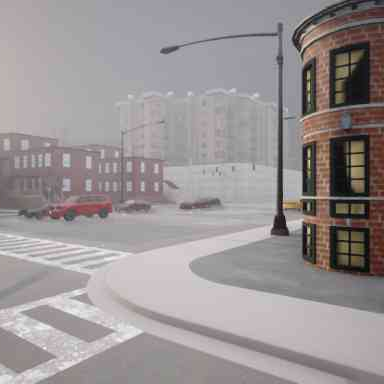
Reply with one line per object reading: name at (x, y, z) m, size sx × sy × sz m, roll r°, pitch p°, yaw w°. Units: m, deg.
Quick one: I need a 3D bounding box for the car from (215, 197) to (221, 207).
car at (2.569, 1.493, 49.871) m, size 2.128 × 1.511 × 4.902 m, roll 0°, pitch 0°, yaw 36°

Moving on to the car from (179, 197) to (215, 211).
car at (0.432, 1.477, 40.957) m, size 1.882 × 1.535 × 5.008 m, roll 0°, pitch 0°, yaw 36°

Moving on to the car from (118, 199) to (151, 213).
car at (-6.518, 1.526, 37.252) m, size 1.812 × 1.442 × 4.674 m, roll 0°, pitch 0°, yaw 35°

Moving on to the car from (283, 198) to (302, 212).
car at (12.408, 1.478, 39.357) m, size 1.882 × 1.535 × 5.008 m, roll 0°, pitch 0°, yaw 36°

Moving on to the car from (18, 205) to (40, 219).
car at (-12.247, 1.547, 29.260) m, size 2.033 × 1.411 × 5.357 m, roll 0°, pitch 0°, yaw 36°

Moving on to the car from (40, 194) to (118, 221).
car at (-9.166, 1.222, 27.550) m, size 2.150 × 2.045 × 5.566 m, roll 0°, pitch 0°, yaw 36°
